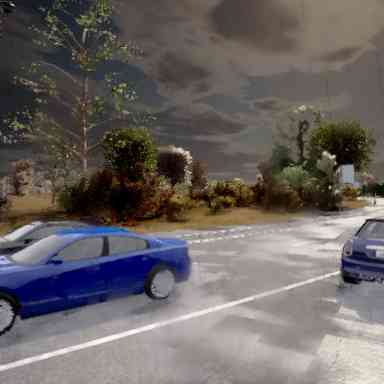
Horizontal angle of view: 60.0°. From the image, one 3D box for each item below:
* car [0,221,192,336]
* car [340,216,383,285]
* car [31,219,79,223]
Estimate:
[{"bbox_3d":[-2.316,1.492,6.791,5.008,1.535,1.882,0,0,-37],"label":"car"},{"bbox_3d":[5.729,1.349,8.428,4.553,1.767,2.097,0,0,-39],"label":"car"},{"bbox_3d":[-4.312,1.548,9.655,4.674,1.442,1.812,0,0,-37],"label":"car"}]
